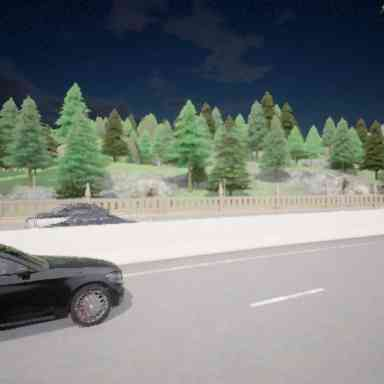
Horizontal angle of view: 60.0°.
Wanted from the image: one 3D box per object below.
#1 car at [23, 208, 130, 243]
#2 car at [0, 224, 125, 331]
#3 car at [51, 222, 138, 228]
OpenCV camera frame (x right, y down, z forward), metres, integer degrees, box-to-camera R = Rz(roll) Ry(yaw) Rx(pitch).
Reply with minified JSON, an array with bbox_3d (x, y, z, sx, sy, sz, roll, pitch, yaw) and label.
[{"bbox_3d":[-5.697,1.545,16.579,4.718,1.301,1.895,-1,0,-31],"label":"car"},{"bbox_3d":[-3.438,1.521,5.379,4.674,1.442,1.812,-1,0,-33],"label":"car"},{"bbox_3d":[-4.168,1.516,13.360,4.181,1.385,1.994,-1,0,-31],"label":"car"}]
